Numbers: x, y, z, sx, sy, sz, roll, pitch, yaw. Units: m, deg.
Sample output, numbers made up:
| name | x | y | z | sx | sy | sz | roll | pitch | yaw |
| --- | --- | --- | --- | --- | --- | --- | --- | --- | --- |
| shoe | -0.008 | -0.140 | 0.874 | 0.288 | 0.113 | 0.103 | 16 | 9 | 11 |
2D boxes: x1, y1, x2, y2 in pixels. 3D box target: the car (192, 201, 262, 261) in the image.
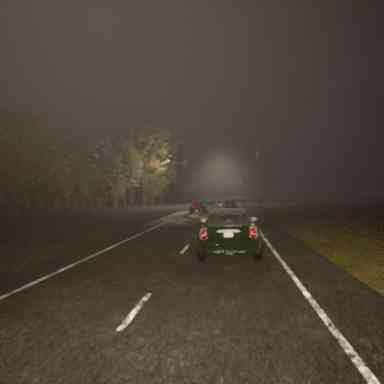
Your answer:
| name | x | y | z | sx | sy | sz | roll | pitch | yaw |
| --- | --- | --- | --- | --- | --- | --- | --- | --- | --- |
| car | 1.400 | 1.395 | 12.649 | 2.097 | 1.767 | 4.553 | -2 | -1 | 6 |

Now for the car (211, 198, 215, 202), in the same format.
| name | x | y | z | sx | sy | sz | roll | pitch | yaw |
| --- | --- | --- | --- | --- | --- | --- | --- | --- | --- |
| car | 3.292 | 1.875 | 60.096 | 2.033 | 1.411 | 5.357 | -2 | 0 | 7 |

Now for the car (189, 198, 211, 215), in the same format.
| name | x | y | z | sx | sy | sz | roll | pitch | yaw |
| --- | --- | --- | --- | --- | --- | --- | --- | --- | --- |
| car | 0.761 | 1.770 | 37.884 | 1.837 | 1.490 | 4.892 | -2 | -1 | 6 |
